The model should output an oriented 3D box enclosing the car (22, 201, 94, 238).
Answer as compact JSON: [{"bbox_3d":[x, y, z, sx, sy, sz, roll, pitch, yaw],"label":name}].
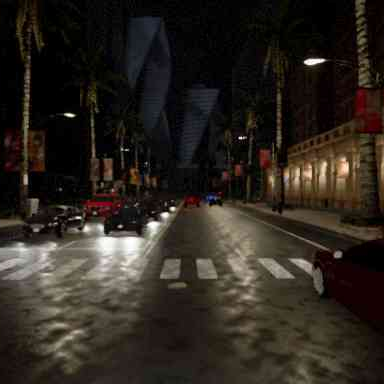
[{"bbox_3d":[-7.105,1.473,17.621,2.128,1.511,4.902,0,0,0],"label":"car"}]

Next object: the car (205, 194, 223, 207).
[{"bbox_3d":[3.484,1.434,49.256,2.128,1.511,4.902,0,0,-1],"label":"car"}]

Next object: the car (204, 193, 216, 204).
[{"bbox_3d":[3.371,1.152,59.336,2.150,2.045,5.566,0,0,-1],"label":"car"}]

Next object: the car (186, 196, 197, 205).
[{"bbox_3d":[-0.129,1.436,59.267,1.837,1.490,4.892,0,0,-1],"label":"car"}]

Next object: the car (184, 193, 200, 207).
[{"bbox_3d":[-0.011,1.165,48.887,2.150,2.045,5.566,0,0,-1],"label":"car"}]

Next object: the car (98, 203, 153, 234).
[{"bbox_3d":[-3.606,1.543,18.765,1.994,1.385,4.181,0,0,0],"label":"car"}]

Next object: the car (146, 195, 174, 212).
[{"bbox_3d":[-3.542,1.309,37.335,2.097,1.767,4.553,0,0,1],"label":"car"}]

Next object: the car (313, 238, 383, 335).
[{"bbox_3d":[3.599,1.470,5.416,1.882,1.535,5.008,0,0,0],"label":"car"}]

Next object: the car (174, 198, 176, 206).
[{"bbox_3d":[-3.555,1.296,49.019,2.097,1.767,4.553,0,0,0],"label":"car"}]

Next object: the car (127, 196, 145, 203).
[{"bbox_3d":[-7.040,1.505,37.585,2.033,1.411,5.357,0,0,1],"label":"car"}]

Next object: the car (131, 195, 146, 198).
[{"bbox_3d":[-7.062,1.424,47.738,1.882,1.535,5.008,0,0,0],"label":"car"}]

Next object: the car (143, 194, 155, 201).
[{"bbox_3d":[-10.465,1.389,81.250,2.231,1.521,4.892,0,0,-1],"label":"car"}]

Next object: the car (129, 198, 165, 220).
[{"bbox_3d":[-3.596,1.474,27.475,1.837,1.490,4.892,0,0,0],"label":"car"}]

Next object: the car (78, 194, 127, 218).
[{"bbox_3d":[-7.098,1.192,27.080,2.150,2.045,5.566,0,0,0],"label":"car"}]
